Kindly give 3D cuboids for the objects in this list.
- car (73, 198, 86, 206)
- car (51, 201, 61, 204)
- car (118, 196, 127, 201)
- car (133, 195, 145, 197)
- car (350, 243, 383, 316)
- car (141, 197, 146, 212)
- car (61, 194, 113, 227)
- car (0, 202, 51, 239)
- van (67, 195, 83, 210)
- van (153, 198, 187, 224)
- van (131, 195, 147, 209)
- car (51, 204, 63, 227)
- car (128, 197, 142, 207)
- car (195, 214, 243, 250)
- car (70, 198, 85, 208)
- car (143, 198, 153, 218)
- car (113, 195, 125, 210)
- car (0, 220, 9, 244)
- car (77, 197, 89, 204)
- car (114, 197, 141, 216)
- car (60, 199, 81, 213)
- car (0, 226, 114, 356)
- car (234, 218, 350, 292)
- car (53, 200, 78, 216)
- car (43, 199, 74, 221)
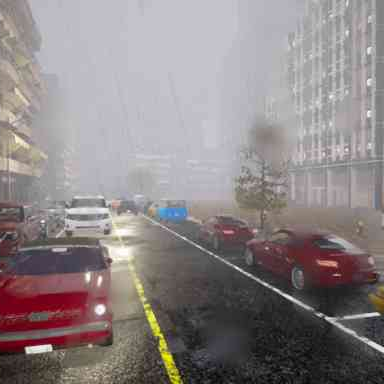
[{"bbox_3d":[-18.359,1.609,54.547,1.802,1.307,4.206,0,0,-15],"label":"car"},{"bbox_3d":[-9.618,1.552,22.561,2.008,1.369,4.403,0,0,-15],"label":"car"},{"bbox_3d":[-17.559,1.611,83.413,1.887,1.381,4.507,0,0,-15],"label":"car"},{"bbox_3d":[-5.905,1.452,40.763,1.967,1.590,4.097,0,0,-15],"label":"car"},{"bbox_3d":[4.247,1.526,3.609,1.752,1.417,4.829,0,0,-15],"label":"car"},{"bbox_3d":[-4.448,1.574,35.432,1.947,1.339,4.313,0,0,-15],"label":"car"},{"bbox_3d":[-5.785,1.222,18.757,2.150,2.045,5.566,0,0,-15],"label":"car"},{"bbox_3d":[-6.707,1.314,11.898,2.192,1.841,5.009,0,0,-15],"label":"car"},{"bbox_3d":[-15.447,1.357,43.886,1.690,1.788,3.998,0,0,-15],"label":"van"},{"bbox_3d":[-1.536,1.343,24.769,1.690,1.788,3.998,0,0,-15],"label":"van"},{"bbox_3d":[-7.363,1.358,46.095,1.690,1.788,3.998,0,0,-15],"label":"van"},{"bbox_3d":[-8.161,1.550,17.230,2.008,1.369,4.403,0,0,-15],"label":"car"},{"bbox_3d":[-8.863,1.548,51.589,1.752,1.417,4.829,0,0,-15],"label":"car"},{"bbox_3d":[1.379,1.582,14.107,1.802,1.307,4.206,0,0,-15],"label":"car"},{"bbox_3d":[-16.902,1.604,49.216,1.802,1.307,4.206,0,0,-15],"label":"car"},{"bbox_3d":[-3.036,1.530,30.264,1.752,1.417,4.829,0,0,-15],"label":"car"},{"bbox_3d":[-9.230,1.367,43.038,2.097,1.767,4.553,0,0,-15],"label":"car"},{"bbox_3d":[-5.204,1.524,6.404,1.752,1.417,4.829,0,0,-15],"label":"car"},{"bbox_3d":[-21.272,1.606,65.210,1.947,1.339,4.313,0,0,-15],"label":"car"},{"bbox_3d":[-6.470,1.511,32.995,1.837,1.490,4.892,0,0,-15],"label":"car"},{"bbox_3d":[-13.989,1.556,38.554,1.887,1.381,4.507,0,0,-15],"label":"car"},{"bbox_3d":[-2.442,1.600,6.167,1.895,1.301,4.718,0,0,-15],"label":"car"},{"bbox_3d":[2.835,1.582,8.776,1.802,1.307,4.206,0,0,-15],"label":"car"},{"bbox_3d":[-12.532,1.573,33.223,1.947,1.339,4.313,0,0,-15],"label":"car"},{"bbox_3d":[-11.075,1.444,27.891,1.967,1.590,4.097,0,0,-15],"label":"car"}]
